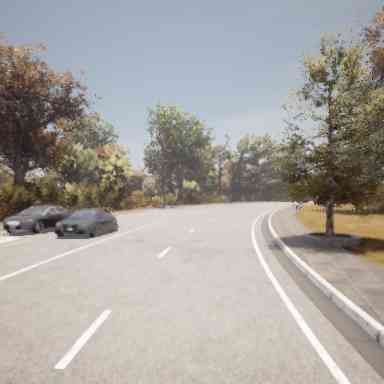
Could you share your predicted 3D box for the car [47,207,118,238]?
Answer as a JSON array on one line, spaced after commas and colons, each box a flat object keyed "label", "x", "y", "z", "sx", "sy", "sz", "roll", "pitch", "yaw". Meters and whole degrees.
[{"label": "car", "x": -5.554, "y": 1.601, "z": 17.943, "sx": 1.994, "sy": 1.385, "sz": 4.181, "roll": 0, "pitch": 0, "yaw": 9}]

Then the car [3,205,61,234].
[{"label": "car", "x": -8.845, "y": 1.546, "z": 19.597, "sx": 2.128, "sy": 1.511, "sz": 4.902, "roll": 0, "pitch": 0, "yaw": 10}]
